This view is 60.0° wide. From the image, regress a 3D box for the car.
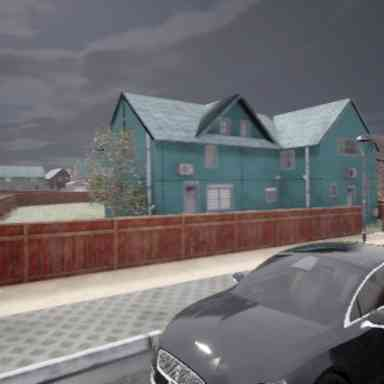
[{"bbox_3d":[1.819,1.502,4.358,4.892,1.490,1.837,0,0,-36],"label":"car"}]
